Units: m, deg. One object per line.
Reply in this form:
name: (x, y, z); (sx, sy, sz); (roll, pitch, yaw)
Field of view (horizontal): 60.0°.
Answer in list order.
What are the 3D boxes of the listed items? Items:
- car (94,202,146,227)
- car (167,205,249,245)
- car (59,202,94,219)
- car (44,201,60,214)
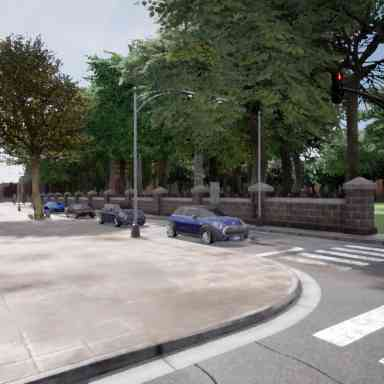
car: (-5.266, 1.570, 24.850); (2.097, 1.767, 4.553); (0, 0, -36)
car: (0.673, 1.471, 16.533); (2.097, 1.767, 4.553); (0, 0, -35)
car: (-11.304, 1.878, 33.318); (2.033, 1.411, 5.357); (0, -1, -35)
car: (-17.061, 1.929, 41.449); (1.882, 1.535, 5.008); (0, 0, -35)
